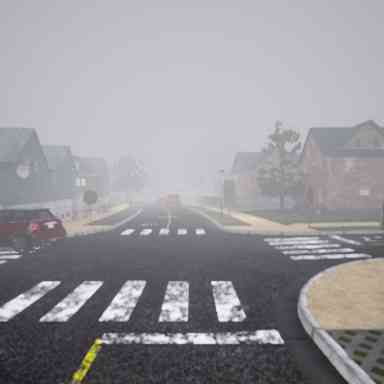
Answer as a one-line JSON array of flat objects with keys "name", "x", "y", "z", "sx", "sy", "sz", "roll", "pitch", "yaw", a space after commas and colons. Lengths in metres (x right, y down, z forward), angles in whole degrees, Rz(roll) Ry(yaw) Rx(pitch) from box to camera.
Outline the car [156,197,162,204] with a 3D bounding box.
[{"name": "car", "x": -6.216, "y": 1.758, "z": 68.443, "sx": 1.882, "sy": 1.535, "sz": 5.008, "roll": 0, "pitch": -1, "yaw": -14}]

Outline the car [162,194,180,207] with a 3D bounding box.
[{"name": "car", "x": -3.144, "y": 1.353, "z": 52.589, "sx": 2.150, "sy": 2.045, "sz": 5.566, "roll": 0, "pitch": -1, "yaw": -9}]

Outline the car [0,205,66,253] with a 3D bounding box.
[{"name": "car", "x": -7.695, "y": 1.472, "z": 13.927, "sx": 4.553, "sy": 1.767, "sz": 2.097, "roll": -2, "pitch": 0, "yaw": 17}]
